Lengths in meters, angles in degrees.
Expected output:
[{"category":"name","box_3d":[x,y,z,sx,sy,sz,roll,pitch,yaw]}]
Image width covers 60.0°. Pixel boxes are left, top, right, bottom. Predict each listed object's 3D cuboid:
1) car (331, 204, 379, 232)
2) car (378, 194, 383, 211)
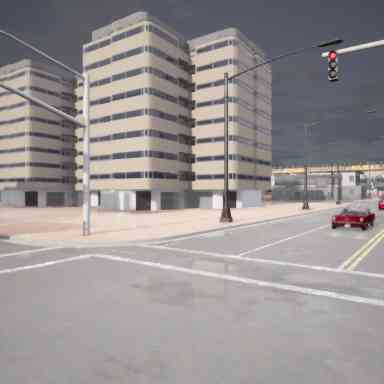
[{"category":"car","box_3d":[10.052,1.605,20.638,1.895,1.301,4.718,0,0,35]},{"category":"car","box_3d":[24.162,1.194,40.587,2.150,2.045,5.566,0,0,35]}]
